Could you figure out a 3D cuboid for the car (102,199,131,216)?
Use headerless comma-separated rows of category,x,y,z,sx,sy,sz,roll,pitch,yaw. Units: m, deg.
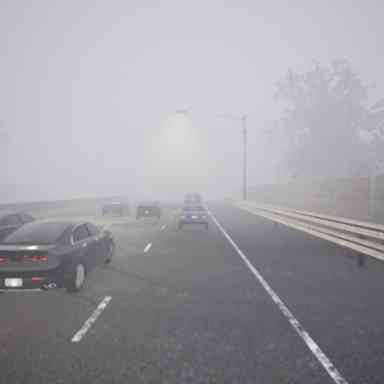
car,-6.907,1.380,30.585,2.128,1.511,4.902,0,0,0

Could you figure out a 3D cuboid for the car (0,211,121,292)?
car,-3.401,1.471,8.781,1.837,1.490,4.892,0,0,0

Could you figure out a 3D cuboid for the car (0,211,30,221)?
car,-6.901,1.431,12.241,1.882,1.535,5.008,0,0,0

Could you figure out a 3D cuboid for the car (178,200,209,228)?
car,0.094,1.467,21.360,2.033,1.411,5.357,0,0,0

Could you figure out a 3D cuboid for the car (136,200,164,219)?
car,-3.405,1.376,27.593,1.882,1.535,5.008,0,0,0

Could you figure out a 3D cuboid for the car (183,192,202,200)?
car,0.089,1.072,41.899,2.150,2.045,5.566,0,0,0
